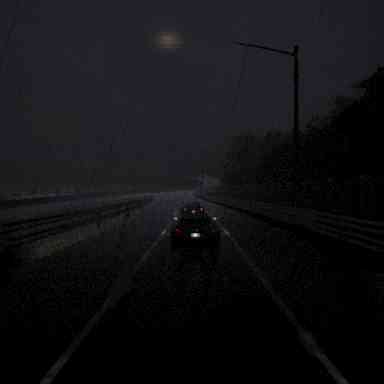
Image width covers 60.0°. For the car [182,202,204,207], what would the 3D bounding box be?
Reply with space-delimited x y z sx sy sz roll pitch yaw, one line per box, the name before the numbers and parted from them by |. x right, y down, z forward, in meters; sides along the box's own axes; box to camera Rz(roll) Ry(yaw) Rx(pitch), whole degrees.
car | 0.086 1.570 29.402 1.994 1.385 4.181 0 0 -1

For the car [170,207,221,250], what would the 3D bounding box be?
car | 0.146 1.572 14.324 1.994 1.385 4.181 0 0 1
